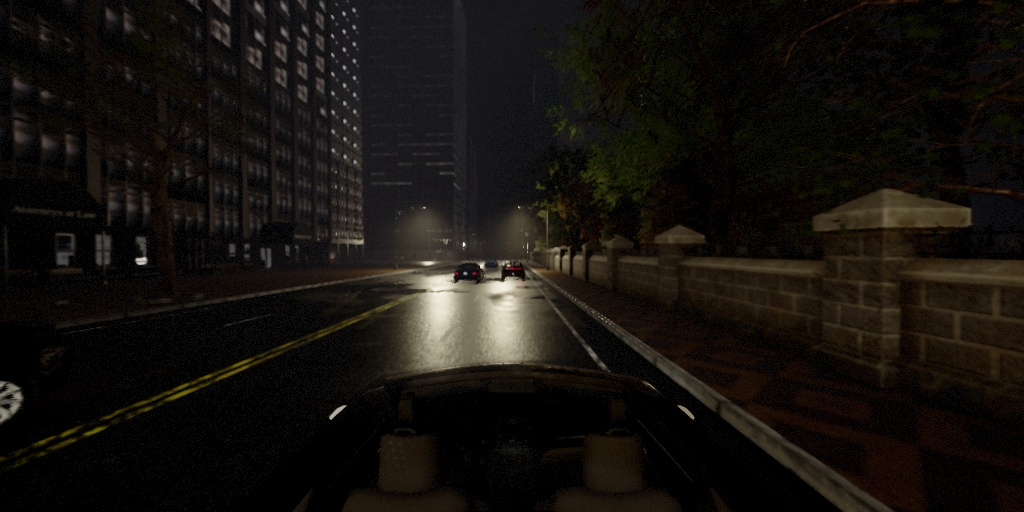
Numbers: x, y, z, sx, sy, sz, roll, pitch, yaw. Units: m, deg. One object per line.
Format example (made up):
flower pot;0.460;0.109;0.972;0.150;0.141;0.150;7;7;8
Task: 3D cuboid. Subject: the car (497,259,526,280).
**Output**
car;0.103;1.168;29.772;2.128;1.511;4.902;0;0;0

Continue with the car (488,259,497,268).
car;-3.146;1.180;55.026;1.994;1.385;4.181;0;0;0

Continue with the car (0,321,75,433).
car;-6.590;1.253;2.519;1.837;1.490;4.892;0;0;0

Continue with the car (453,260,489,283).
car;-3.147;1.232;26.725;2.033;1.411;5.357;0;0;0
